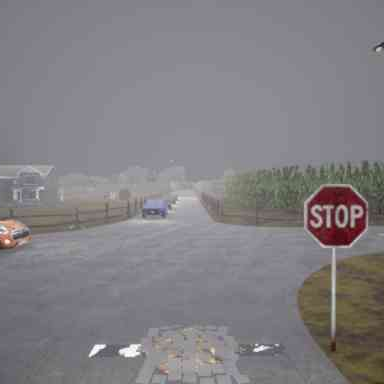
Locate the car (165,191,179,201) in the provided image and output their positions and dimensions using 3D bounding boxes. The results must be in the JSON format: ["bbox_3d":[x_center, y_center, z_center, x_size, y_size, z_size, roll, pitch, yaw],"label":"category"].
[{"bbox_3d":[-3.474,0.718,58.568,2.128,1.511,4.902,0,2,0],"label":"car"}]

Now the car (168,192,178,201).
[{"bbox_3d":[-3.366,1.056,48.197,1.994,1.385,4.181,0,1,0],"label":"car"}]

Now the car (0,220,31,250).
[{"bbox_3d":[-9.037,1.525,13.370,4.553,1.767,2.097,-3,1,0],"label":"car"}]

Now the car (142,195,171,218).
[{"bbox_3d":[-3.167,1.321,29.055,1.882,1.535,5.008,0,1,-1],"label":"car"}]

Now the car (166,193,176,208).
[{"bbox_3d":[-3.271,1.245,38.873,2.033,1.411,5.357,0,1,-1],"label":"car"}]
